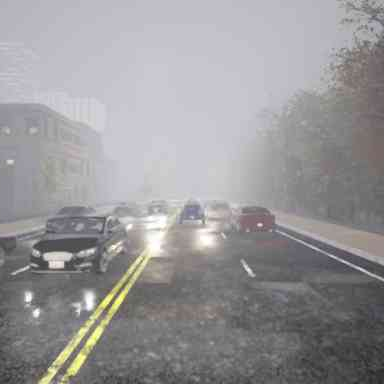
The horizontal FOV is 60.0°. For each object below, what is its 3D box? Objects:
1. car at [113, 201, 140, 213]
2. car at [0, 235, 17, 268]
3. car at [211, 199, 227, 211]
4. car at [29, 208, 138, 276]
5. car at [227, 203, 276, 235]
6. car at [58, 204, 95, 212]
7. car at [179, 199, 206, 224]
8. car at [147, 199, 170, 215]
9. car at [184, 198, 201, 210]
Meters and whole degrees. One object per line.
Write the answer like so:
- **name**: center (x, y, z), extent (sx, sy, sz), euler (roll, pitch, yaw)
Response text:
- **car**: center (-6.529, 1.566, 33.553), extent (1.895, 1.301, 4.718), euler (0, 0, 1)
- **car**: center (-6.510, 1.593, 8.367), extent (1.895, 1.301, 4.718), euler (0, 0, 0)
- **car**: center (3.355, 1.556, 40.622), extent (1.895, 1.301, 4.718), euler (0, 0, 0)
- **car**: center (-3.250, 1.481, 10.431), extent (2.128, 1.511, 4.902), euler (0, 0, 0)
- **car**: center (3.352, 1.458, 18.884), extent (1.882, 1.535, 5.008), euler (0, 0, 0)
- **car**: center (-6.499, 1.487, 18.681), extent (1.837, 1.490, 4.892), euler (0, 0, 0)
- **car**: center (0.038, 1.500, 24.590), extent (1.812, 1.442, 4.674), euler (0, 0, 1)
- **car**: center (-3.284, 1.457, 33.049), extent (2.128, 1.511, 4.902), euler (0, 0, 0)
- **car**: center (0.088, 1.518, 42.257), extent (1.994, 1.385, 4.181), euler (0, 0, 0)
